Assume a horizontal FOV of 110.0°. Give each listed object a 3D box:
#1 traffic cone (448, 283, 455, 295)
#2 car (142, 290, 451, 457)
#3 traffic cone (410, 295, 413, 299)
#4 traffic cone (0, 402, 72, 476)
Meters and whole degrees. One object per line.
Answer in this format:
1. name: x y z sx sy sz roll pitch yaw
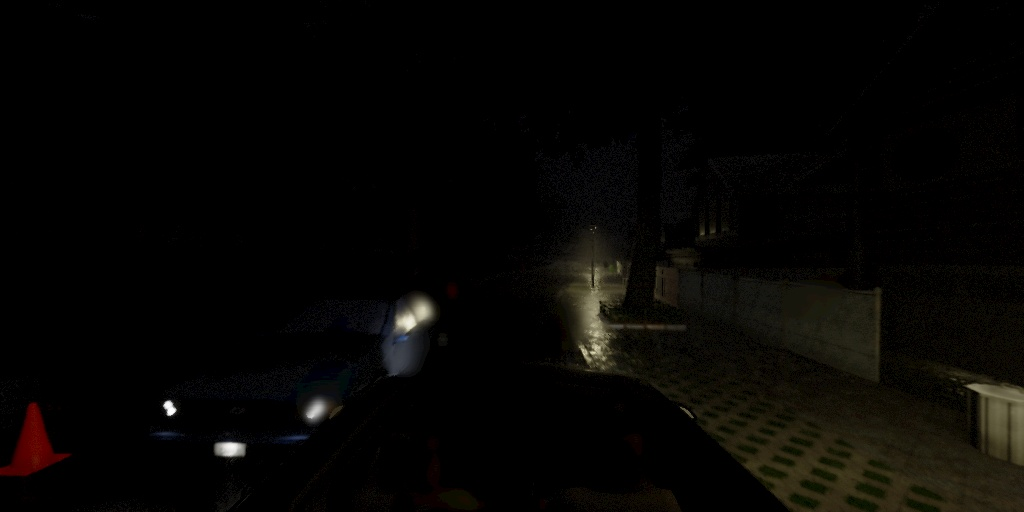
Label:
1. traffic cone: -3.109 1.702 18.655 0.340 0.580 0.340 0 0 9
2. car: -2.320 1.288 5.758 2.033 1.411 5.357 0 0 3
3. traffic cone: -3.817 1.694 13.592 0.340 0.580 0.340 0 0 7
4. traffic cone: -4.533 1.682 3.394 0.340 0.580 0.340 0 0 1
